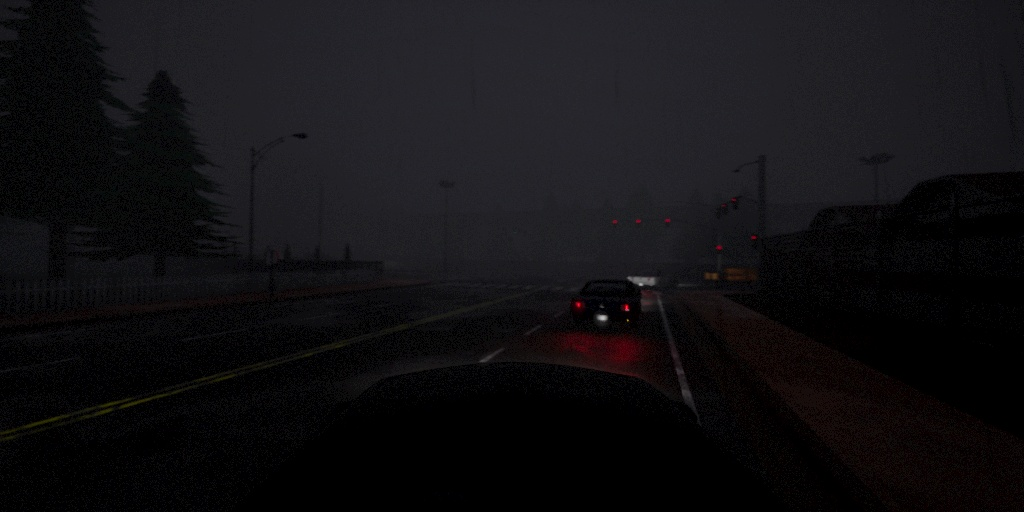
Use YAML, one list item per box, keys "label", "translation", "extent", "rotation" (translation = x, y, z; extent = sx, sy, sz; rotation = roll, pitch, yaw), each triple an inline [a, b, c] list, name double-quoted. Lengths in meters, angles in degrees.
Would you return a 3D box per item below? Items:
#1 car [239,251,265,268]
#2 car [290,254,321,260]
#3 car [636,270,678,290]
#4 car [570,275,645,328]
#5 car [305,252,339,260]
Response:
- label: "car"
  translation: [-30.536, 0.627, 43.733]
  extent: [5.008, 1.535, 1.882]
  rotation: [4, 1, 19]
- label: "car"
  translation: [-27.671, 0.828, 46.443]
  extent: [4.674, 1.442, 1.812]
  rotation: [4, 1, 19]
- label: "car"
  translation: [10.050, 1.621, 25.292]
  extent: [1.895, 1.301, 4.718]
  rotation: [0, 0, 43]
- label: "car"
  translation: [3.331, 1.454, 12.065]
  extent: [1.895, 1.301, 4.718]
  rotation: [1, 0, 21]
- label: "car"
  translation: [-26.475, 0.561, 49.740]
  extent: [5.566, 2.045, 2.150]
  rotation: [4, 1, 19]
